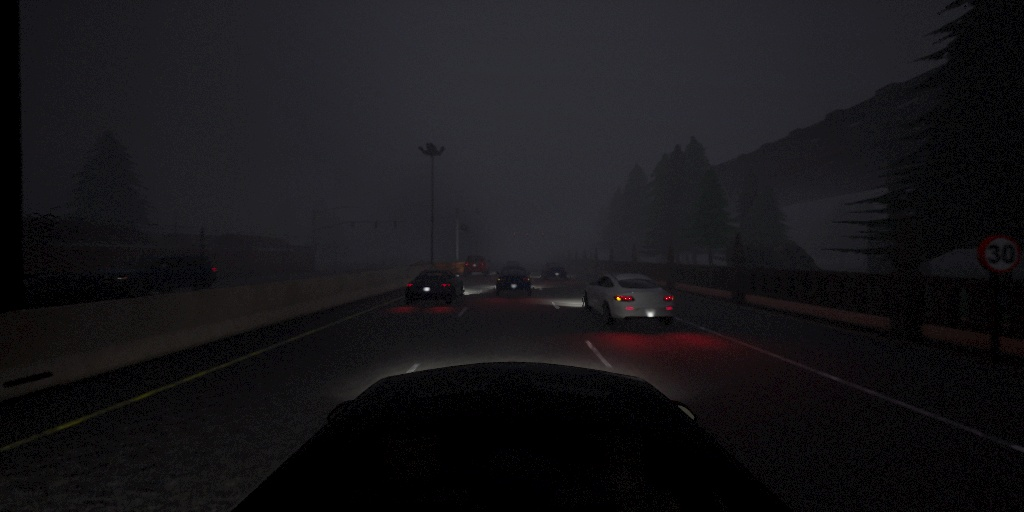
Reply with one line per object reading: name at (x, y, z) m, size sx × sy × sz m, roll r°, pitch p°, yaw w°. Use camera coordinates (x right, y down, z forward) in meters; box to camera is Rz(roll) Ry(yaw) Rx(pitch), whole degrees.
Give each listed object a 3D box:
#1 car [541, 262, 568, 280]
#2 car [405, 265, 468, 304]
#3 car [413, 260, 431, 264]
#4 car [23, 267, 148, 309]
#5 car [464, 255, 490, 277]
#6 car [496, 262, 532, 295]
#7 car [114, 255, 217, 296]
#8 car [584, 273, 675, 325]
car at (3.578, 1.241, 30.717) m, size 1.812 × 1.442 × 4.674 m, roll 0°, pitch 0°, yaw 0°
car at (-3.411, 1.298, 16.354) m, size 1.994 × 1.385 × 4.181 m, roll 0°, pitch 0°, yaw 0°
car at (-10.560, 1.200, 42.888) m, size 2.128 × 1.511 × 4.902 m, roll 0°, pitch 0°, yaw 0°
car at (-14.105, 1.238, 10.316) m, size 2.128 × 1.511 × 4.902 m, roll 0°, pitch 0°, yaw 0°
car at (-3.427, 0.934, 35.380) m, size 2.150 × 2.045 × 5.566 m, roll 0°, pitch 0°, yaw 0°
car at (0.085, 1.255, 19.577) m, size 1.812 × 1.442 × 4.674 m, roll 0°, pitch 0°, yaw 0°
car at (-17.611, 0.963, 17.763) m, size 2.150 × 2.045 × 5.566 m, roll 0°, pitch 0°, yaw 0°
car at (3.592, 1.263, 11.609) m, size 1.812 × 1.442 × 4.674 m, roll 0°, pitch 0°, yaw 0°
